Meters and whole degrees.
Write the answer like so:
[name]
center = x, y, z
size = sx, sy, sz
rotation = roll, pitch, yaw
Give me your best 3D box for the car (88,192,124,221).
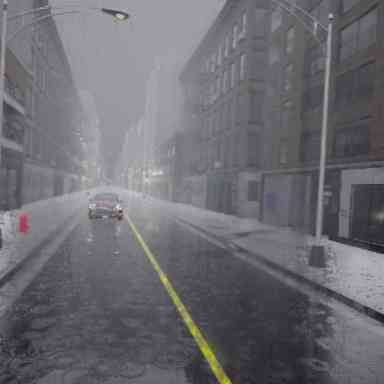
[car]
center = -5.644, 0.840, 21.894
size = 2.097, 1.767, 4.553
rotation = 3, 1, -14
